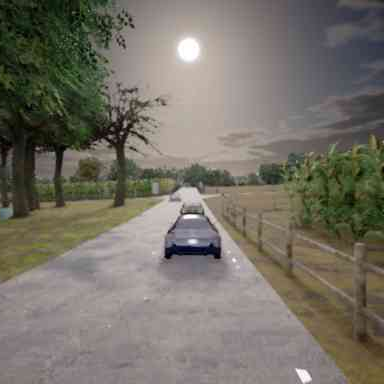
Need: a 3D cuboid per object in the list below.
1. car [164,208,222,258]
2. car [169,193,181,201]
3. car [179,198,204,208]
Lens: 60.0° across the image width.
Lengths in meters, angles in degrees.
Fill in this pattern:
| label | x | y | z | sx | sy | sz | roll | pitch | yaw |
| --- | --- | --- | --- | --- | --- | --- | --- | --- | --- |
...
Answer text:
| label | x | y | z | sx | sy | sz | roll | pitch | yaw |
| --- | --- | --- | --- | --- | --- | --- | --- | --- | --- |
| car | 0.043 | 1.541 | 12.655 | 1.994 | 1.385 | 4.181 | 0 | 1 | 1 |
| car | -2.794 | 0.843 | 54.795 | 1.895 | 1.301 | 4.718 | 0 | 2 | 0 |
| car | 0.033 | 1.422 | 26.842 | 1.895 | 1.301 | 4.718 | 0 | 1 | 1 |
